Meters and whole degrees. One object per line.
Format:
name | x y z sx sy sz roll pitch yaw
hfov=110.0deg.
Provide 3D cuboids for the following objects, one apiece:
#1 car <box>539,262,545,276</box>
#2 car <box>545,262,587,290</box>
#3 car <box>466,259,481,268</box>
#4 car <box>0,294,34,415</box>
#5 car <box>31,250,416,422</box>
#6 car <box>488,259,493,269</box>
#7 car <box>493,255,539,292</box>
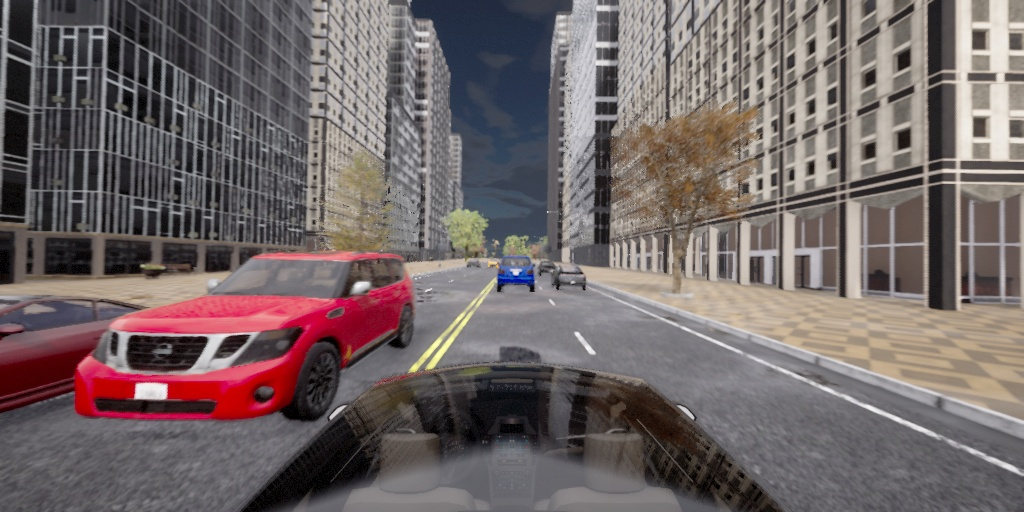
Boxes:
car | 3.654 1.322 38.290 1.837 1.490 4.892 1 1 1
car | 3.514 1.304 22.865 2.128 1.511 4.902 1 0 1
car | -6.030 1.202 57.056 2.033 1.411 5.357 1 0 1
car | -6.558 1.204 4.478 1.994 1.385 4.181 1 0 1
car | -3.298 0.918 6.091 2.150 2.045 5.566 1 0 1
car | -2.786 1.187 57.008 1.882 1.535 5.008 1 0 1
car | 0.253 0.981 21.789 2.150 2.045 5.566 1 0 1
